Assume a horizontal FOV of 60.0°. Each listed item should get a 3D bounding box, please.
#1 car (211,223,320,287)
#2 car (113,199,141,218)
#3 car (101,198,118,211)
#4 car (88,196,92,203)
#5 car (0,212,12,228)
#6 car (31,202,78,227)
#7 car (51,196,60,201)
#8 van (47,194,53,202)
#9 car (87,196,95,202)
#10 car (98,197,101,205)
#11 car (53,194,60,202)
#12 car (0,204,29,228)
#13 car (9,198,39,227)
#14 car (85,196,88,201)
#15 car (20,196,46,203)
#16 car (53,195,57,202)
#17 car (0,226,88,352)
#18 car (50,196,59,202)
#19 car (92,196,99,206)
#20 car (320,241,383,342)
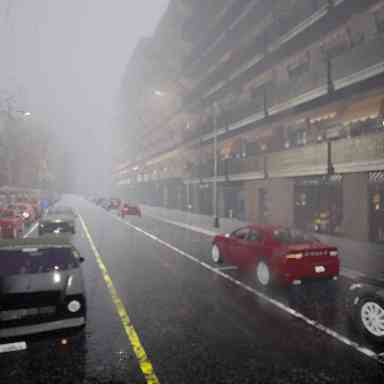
[{"bbox_3d":[2.012,1.542,9.331,1.887,1.381,4.507,0,0,-20],"label":"car"},{"bbox_3d":[-5.796,1.594,30.452,1.802,1.307,4.206,0,0,-20],"label":"car"},{"bbox_3d":[-9.700,1.467,41.016,1.967,1.590,4.097,0,0,-20],"label":"car"},{"bbox_3d":[-19.459,1.511,67.421,1.967,1.590,4.097,0,0,-20],"label":"car"},{"bbox_3d":[-7.802,1.581,11.707,1.802,1.307,4.206,0,0,-20],"label":"car"},{"bbox_3d":[-7.583,1.548,18.875,2.033,1.411,5.357,0,0,-20],"label":"car"},{"bbox_3d":[-35.127,1.669,85.640,1.887,1.381,4.507,0,0,-20],"label":"car"},{"bbox_3d":[-19.513,1.378,43.392,1.690,1.788,3.998,0,0,-20],"label":"van"},{"bbox_3d":[-25.315,1.690,83.265,1.802,1.307,4.206,0,0,-20],"label":"car"},{"bbox_3d":[-11.652,1.616,46.297,1.802,1.307,4.206,0,0,-20],"label":"car"},{"bbox_3d":[-27.320,1.388,64.516,2.192,1.841,5.009,0,0,-20],"label":"car"},{"bbox_3d":[-9.753,1.545,16.987,1.887,1.381,4.507,0,0,-20],"label":"car"},{"bbox_3d":[-11.704,1.447,22.266,1.967,1.590,4.097,0,0,-20],"label":"car"},{"bbox_3d":[-23.422,1.620,78.143,1.752,1.417,4.829,0,0,-20],"label":"car"},{"bbox_3d":[-13.657,1.329,27.548,2.192,1.841,5.009,0,0,-20],"label":"car"},{"bbox_3d":[-23.416,1.619,53.954,1.947,1.339,4.313,0,0,-20],"label":"car"},{"bbox_3d":[-2.991,1.600,6.167,1.895,1.301,4.718,0,0,-20],"label":"car"},{"bbox_3d":[-33.175,1.692,80.359,1.802,1.307,4.206,0,0,-20],"label":"car"},{"bbox_3d":[-15.556,1.617,56.860,1.947,1.339,4.313,0,0,-20],"label":"car"},{"bbox_3d":[3.963,1.549,4.049,2.008,1.369,4.403,0,0,-20],"label":"car"}]
